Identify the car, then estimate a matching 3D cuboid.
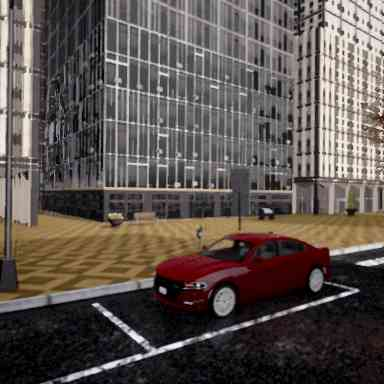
[{"bbox_3d":[1.293,1.610,7.485,4.507,1.381,1.887,1,-1,-36],"label":"car"}]
